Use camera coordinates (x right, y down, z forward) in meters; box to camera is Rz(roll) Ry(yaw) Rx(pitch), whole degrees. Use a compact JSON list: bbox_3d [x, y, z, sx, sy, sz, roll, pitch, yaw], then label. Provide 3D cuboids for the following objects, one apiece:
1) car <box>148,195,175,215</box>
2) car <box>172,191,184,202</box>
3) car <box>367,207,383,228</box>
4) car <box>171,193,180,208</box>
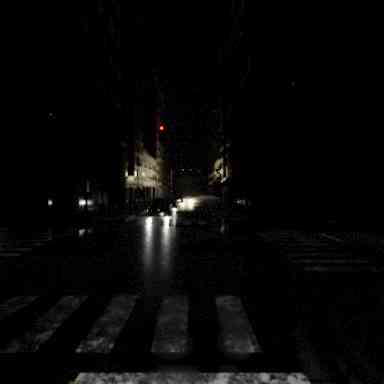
[{"bbox_3d":[-2.845,1.277,30.526,1.837,1.490,4.892,0,0,0],"label":"car"},{"bbox_3d":[-2.754,0.738,62.412,2.150,2.045,5.566,0,0,0],"label":"car"},{"bbox_3d":[12.349,1.151,18.121,5.009,1.841,2.192,0,1,0],"label":"car"},{"bbox_3d":[-2.836,1.210,41.641,1.812,1.442,4.674,0,0,0],"label":"car"}]
